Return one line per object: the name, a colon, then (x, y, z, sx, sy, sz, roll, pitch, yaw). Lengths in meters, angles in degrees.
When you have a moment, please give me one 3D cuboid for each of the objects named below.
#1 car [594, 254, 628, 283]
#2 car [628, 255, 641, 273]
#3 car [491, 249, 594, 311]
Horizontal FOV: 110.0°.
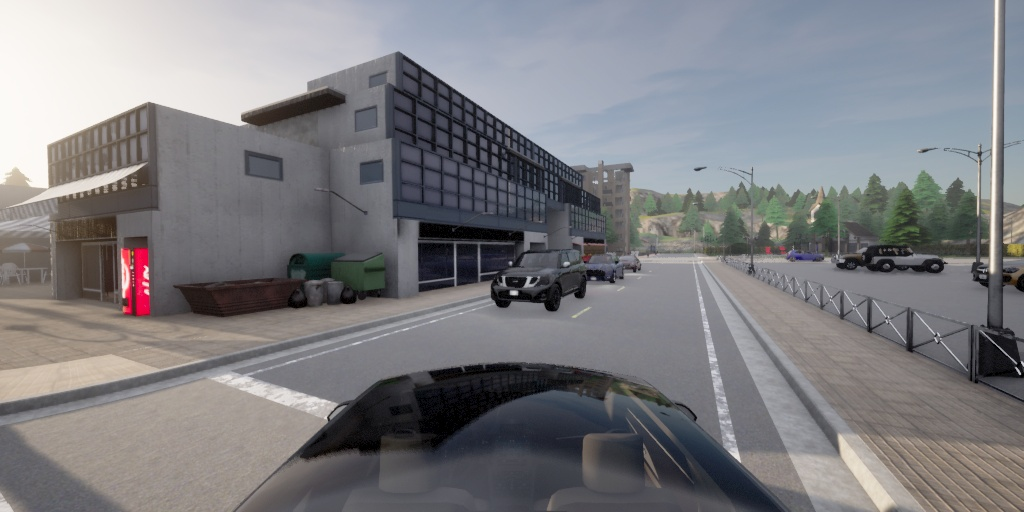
car: (5.679, 0.677, 22.583, 2.097, 1.767, 4.553, 0, 1, 26)
car: (10.250, 0.632, 31.738, 1.812, 1.442, 4.674, 0, 1, 27)
car: (1.290, 0.757, 13.780, 2.150, 2.045, 5.566, 0, 1, 26)
